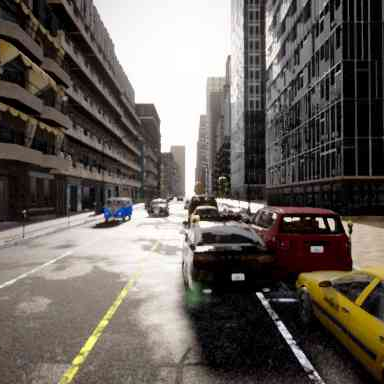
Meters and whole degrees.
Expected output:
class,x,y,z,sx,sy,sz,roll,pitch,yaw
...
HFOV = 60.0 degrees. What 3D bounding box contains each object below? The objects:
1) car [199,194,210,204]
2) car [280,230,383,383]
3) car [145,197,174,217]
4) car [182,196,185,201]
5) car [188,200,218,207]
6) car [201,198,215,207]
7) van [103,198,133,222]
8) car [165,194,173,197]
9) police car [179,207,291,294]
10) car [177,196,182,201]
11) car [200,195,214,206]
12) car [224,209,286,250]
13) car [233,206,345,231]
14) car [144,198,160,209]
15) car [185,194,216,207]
class,x,y,z,sx,sy,sz,roll,pitch,yaw
car,2.545,1.438,70.297,2.192,1.841,5.009,1,0,0
car,2.693,1.527,4.192,1.752,1.417,4.829,1,0,0
car,-3.174,1.517,32.143,2.128,1.511,4.902,0,0,0
car,-0.096,1.581,46.791,1.812,1.442,4.674,0,0,0
car,0.810,1.466,19.086,1.801,1.575,5.366,0,0,0
car,2.580,1.640,53.727,1.947,1.339,4.313,1,0,0
van,-5.734,1.358,26.095,1.690,1.788,3.998,1,0,0
car,-5.850,1.687,75.800,1.887,1.381,4.507,1,0,0
police car,0.718,1.428,8.957,1.930,1.638,5.238,0,0,-4
car,-3.197,1.667,87.440,1.882,1.535,5.008,0,0,0
car,2.570,1.404,59.251,2.192,1.841,5.009,1,0,0
car,2.668,1.572,15.067,1.947,1.339,4.313,1,0,0
car,2.684,1.318,9.544,2.192,1.841,5.009,1,0,0
car,-5.788,1.641,48.186,1.802,1.307,4.206,1,0,0
car,0.772,1.238,24.948,2.150,2.045,5.566,0,0,-1
